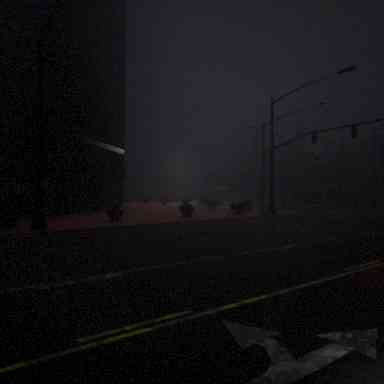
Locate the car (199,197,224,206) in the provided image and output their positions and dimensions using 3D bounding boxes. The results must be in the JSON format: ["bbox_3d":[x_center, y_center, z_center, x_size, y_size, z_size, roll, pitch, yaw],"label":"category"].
[{"bbox_3d":[2.841,1.373,49.231,1.994,1.385,4.181,0,0,-35],"label":"car"}]
